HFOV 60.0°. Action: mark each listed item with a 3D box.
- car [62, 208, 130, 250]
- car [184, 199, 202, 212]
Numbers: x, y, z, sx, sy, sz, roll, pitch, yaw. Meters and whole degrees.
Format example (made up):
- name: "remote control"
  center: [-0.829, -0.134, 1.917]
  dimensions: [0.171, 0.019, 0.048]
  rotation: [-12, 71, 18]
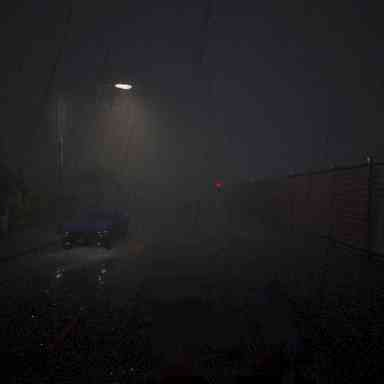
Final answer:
- name: "car"
  center: [-4.062, 1.510, 14.750]
  dimensions: [1.882, 1.535, 5.008]
  rotation: [0, 0, 0]
- name: "car"
  center: [0.096, 1.593, 40.966]
  dimensions: [1.837, 1.490, 4.892]
  rotation: [0, 0, 0]
